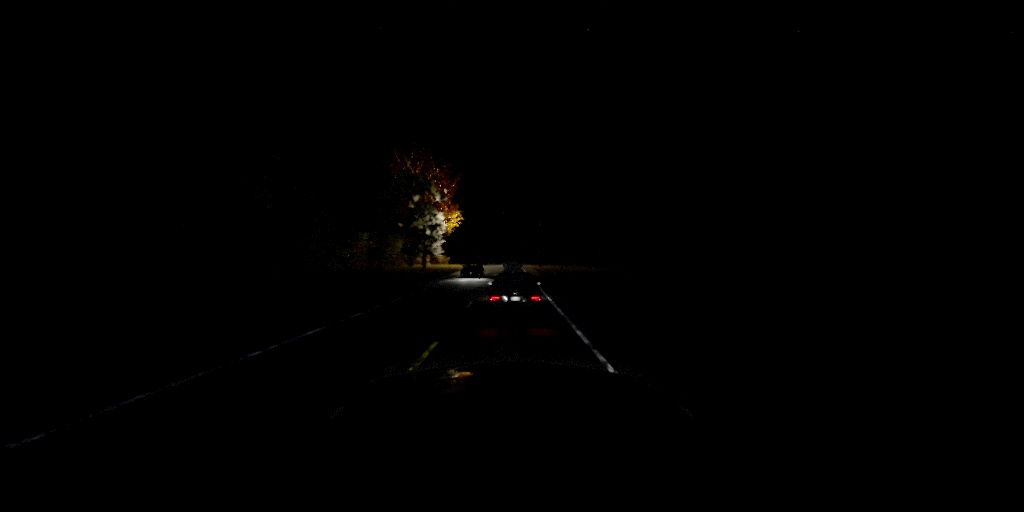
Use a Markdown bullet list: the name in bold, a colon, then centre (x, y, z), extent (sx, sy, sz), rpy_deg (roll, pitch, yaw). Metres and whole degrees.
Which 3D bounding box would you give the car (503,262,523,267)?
- **car**: centre (0.082, 1.284, 34.554), extent (1.812, 1.442, 4.674), rpy_deg (0, 0, 0)

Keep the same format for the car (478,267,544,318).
- **car**: centre (0.090, 1.298, 13.018), extent (2.033, 1.411, 5.357), rpy_deg (0, 0, 0)

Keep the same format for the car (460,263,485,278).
- **car**: centre (-3.611, 1.321, 33.414), extent (1.994, 1.385, 4.181), rpy_deg (0, 0, 0)
